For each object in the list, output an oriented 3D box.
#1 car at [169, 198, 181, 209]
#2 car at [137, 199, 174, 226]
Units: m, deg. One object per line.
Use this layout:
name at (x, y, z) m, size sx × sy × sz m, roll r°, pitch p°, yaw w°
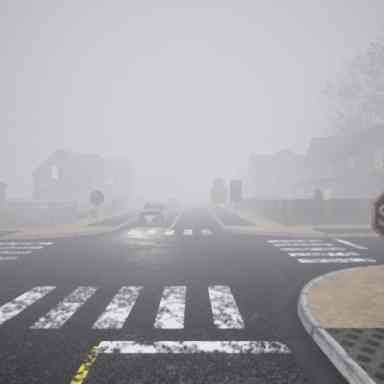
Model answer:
car at (-2.612, 1.577, 46.584) m, size 1.882 × 1.535 × 5.008 m, roll 0°, pitch 0°, yaw 0°
car at (-2.695, 1.521, 23.931) m, size 2.128 × 1.511 × 4.902 m, roll 0°, pitch 0°, yaw 1°
